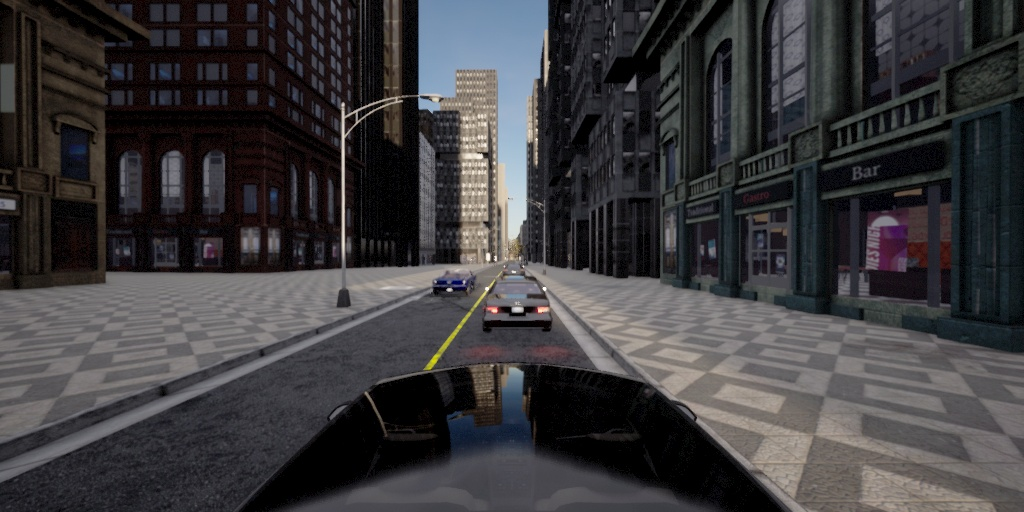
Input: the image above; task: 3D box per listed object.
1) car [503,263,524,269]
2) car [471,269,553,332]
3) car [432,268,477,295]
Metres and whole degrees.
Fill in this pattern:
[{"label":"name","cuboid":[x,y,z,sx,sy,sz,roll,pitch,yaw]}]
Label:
[{"label":"car","cuboid":[0.178,1.346,32.484,1.994,1.385,4.181,0,0,0]},{"label":"car","cuboid":[0.124,1.297,10.838,2.033,1.411,5.357,0,0,0]},{"label":"car","cuboid":[-3.057,1.356,19.789,1.895,1.301,4.718,0,0,0]}]
